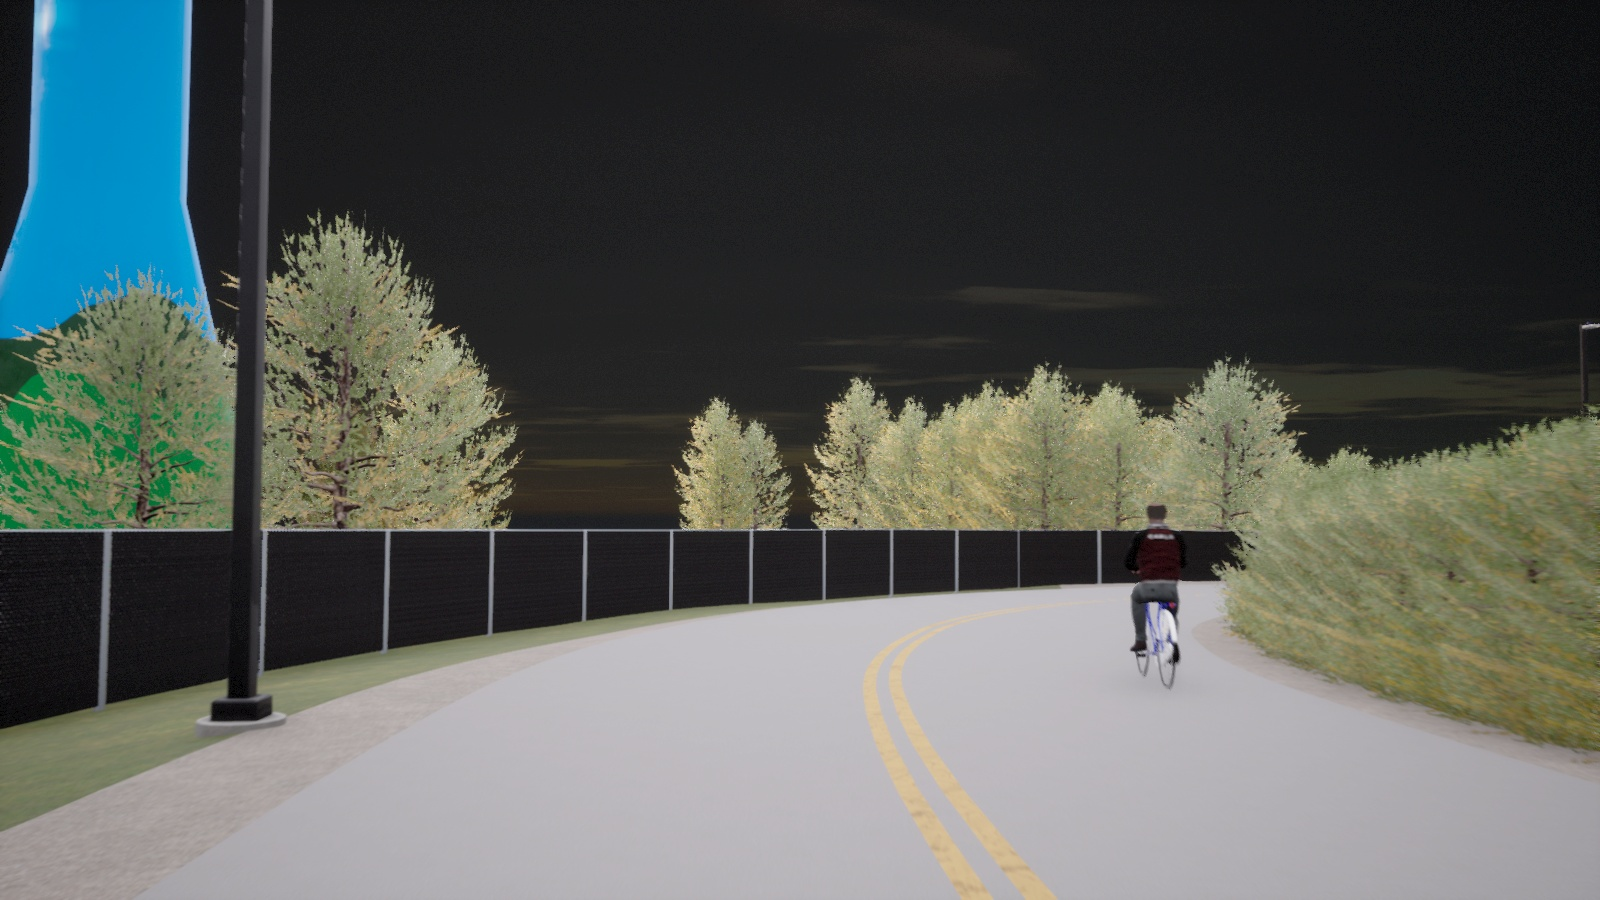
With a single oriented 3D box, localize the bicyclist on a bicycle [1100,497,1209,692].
[{"bbox_3d":[3.463,1.382,12.426,0.659,1.776,1.843,0,-4,4],"label":"bicyclist on a bicycle"}]
